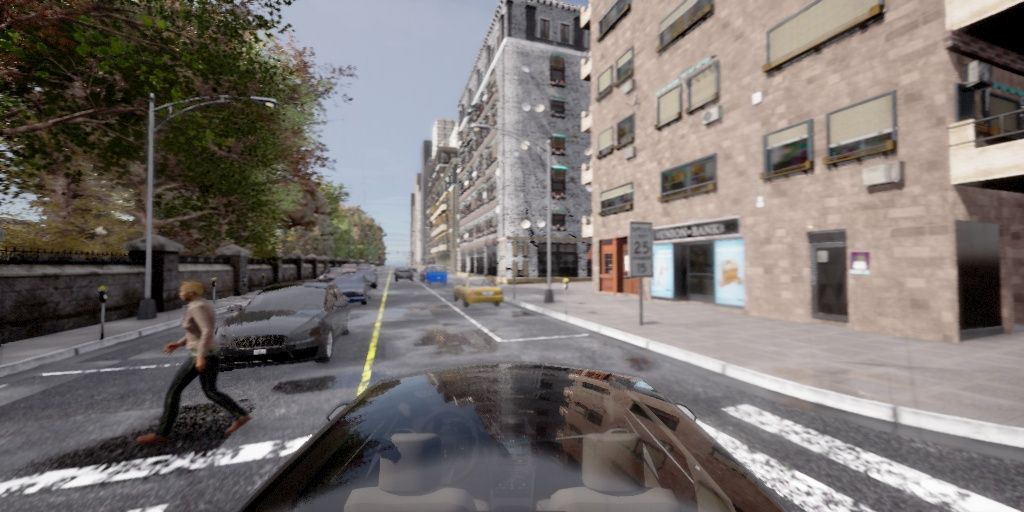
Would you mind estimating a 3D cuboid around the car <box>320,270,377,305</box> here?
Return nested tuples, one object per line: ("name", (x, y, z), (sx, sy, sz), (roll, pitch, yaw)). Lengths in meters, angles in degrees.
("car", (-8.195, 1.619, 18.222), (2.033, 1.411, 5.357), (0, -1, -18))

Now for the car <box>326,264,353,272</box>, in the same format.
("car", (-14.870, 1.748, 30.066), (1.967, 1.591, 4.097), (0, 0, -18))

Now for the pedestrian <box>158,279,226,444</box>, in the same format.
("pedestrian", (-3.522, 1.086, 3.983), (0.375, 1.860, 0.375), (1, -2, -18))

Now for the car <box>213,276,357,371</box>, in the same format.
("car", (-4.908, 1.381, 8.251), (1.837, 1.490, 4.892), (0, -1, -18))

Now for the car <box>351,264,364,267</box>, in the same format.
("car", (-18.367, 1.833, 40.575), (2.192, 1.841, 5.009), (0, 0, -18))

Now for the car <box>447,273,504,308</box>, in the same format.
("car", (-1.729, 1.566, 17.110), (1.751, 1.417, 4.829), (0, 0, -18))

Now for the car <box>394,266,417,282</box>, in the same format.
("car", (-11.797, 1.974, 39.185), (2.128, 1.511, 4.902), (0, -1, -18))

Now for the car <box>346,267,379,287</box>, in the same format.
("car", (-11.556, 1.819, 28.344), (2.033, 1.411, 5.357), (0, -1, -18))

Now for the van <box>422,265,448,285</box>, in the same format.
("van", (-6.919, 1.693, 32.713), (1.690, 1.789, 3.998), (0, 0, -18))

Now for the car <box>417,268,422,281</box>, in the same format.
("car", (-8.667, 1.897, 37.968), (1.967, 1.591, 4.097), (0, 0, -18))
